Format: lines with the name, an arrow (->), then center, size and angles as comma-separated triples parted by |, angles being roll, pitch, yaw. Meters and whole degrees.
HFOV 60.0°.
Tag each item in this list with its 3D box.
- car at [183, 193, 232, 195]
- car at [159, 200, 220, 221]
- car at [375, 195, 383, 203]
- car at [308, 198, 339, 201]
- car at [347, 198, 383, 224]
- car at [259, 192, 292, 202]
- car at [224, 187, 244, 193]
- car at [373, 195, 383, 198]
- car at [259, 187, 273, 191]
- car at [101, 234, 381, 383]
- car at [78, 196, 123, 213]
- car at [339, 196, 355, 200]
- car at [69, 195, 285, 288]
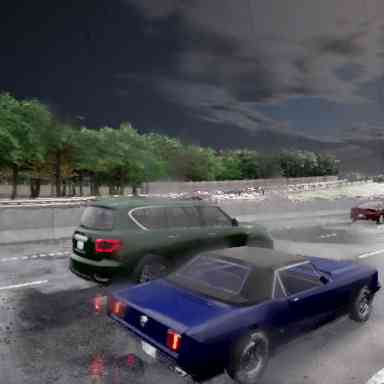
car -> -1.241, 1.181, 12.318 | 5.566, 2.045, 2.150 | 0, 0, -39
car -> -0.098, 1.426, 27.117 | 4.892, 1.490, 1.837 | 0, 0, -40
car -> 35.867, 1.244, 61.495 | 4.892, 1.490, 1.837 | 0, 0, -40
car -> 14.921, 1.418, 39.533 | 4.902, 1.511, 2.128 | 0, 0, -40
car -> 13.535, 1.453, 24.500 | 5.008, 1.535, 1.882 | 0, 0, -40
car -> 10.088, 1.269, 40.076 | 4.553, 1.767, 2.097 | 0, 0, -40
car -> 8.396, 0.120, 66.526 | 2.150, 2.045, 5.566 | 1, 4, 35
car -> 28.689, 1.373, 50.953 | 5.357, 1.411, 2.033 | 0, 1, -39
car -> 17.613, -0.345, 79.029 | 1.837, 1.490, 4.892 | 1, 3, 38
car -> 1.195, 1.588, 5.390 | 4.718, 1.301, 1.895 | 0, 0, -39
car -> -10.134, 1.324, 37.268 | 1.837, 1.490, 4.892 | 1, 2, 32
car -> 23.824, 1.322, 51.466 | 4.902, 1.511, 2.128 | -1, 1, -39
car -> -0.245, 1.195, 8.608 | 5.566, 2.045, 2.150 | 0, 0, -39
